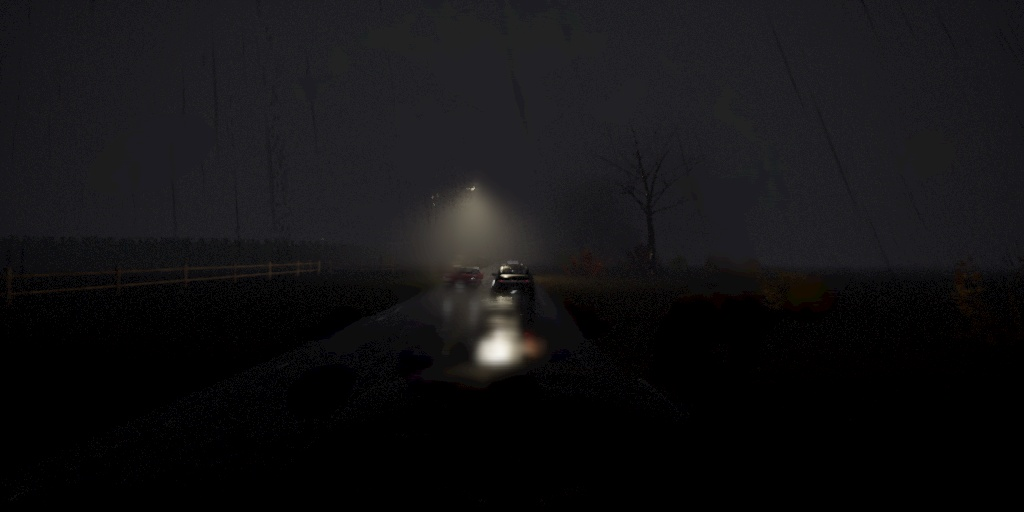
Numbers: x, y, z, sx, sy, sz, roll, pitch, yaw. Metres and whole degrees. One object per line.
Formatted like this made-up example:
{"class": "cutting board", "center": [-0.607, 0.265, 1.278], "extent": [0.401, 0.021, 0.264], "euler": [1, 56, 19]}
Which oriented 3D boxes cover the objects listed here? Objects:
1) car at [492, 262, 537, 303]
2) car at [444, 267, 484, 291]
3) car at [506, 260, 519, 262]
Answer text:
{"class": "car", "center": [0.089, 1.216, 16.586], "extent": [2.128, 1.511, 4.902], "euler": [0, 0, 0]}
{"class": "car", "center": [-2.759, 1.318, 21.296], "extent": [1.895, 1.301, 4.718], "euler": [0, 0, 0]}
{"class": "car", "center": [0.083, 1.187, 36.081], "extent": [2.128, 1.511, 4.902], "euler": [0, 0, 0]}
